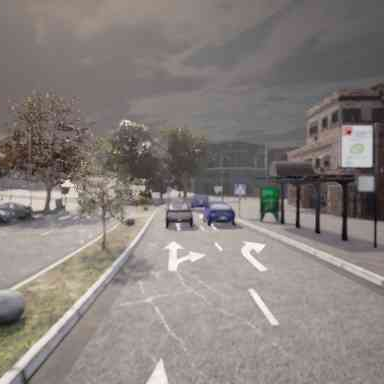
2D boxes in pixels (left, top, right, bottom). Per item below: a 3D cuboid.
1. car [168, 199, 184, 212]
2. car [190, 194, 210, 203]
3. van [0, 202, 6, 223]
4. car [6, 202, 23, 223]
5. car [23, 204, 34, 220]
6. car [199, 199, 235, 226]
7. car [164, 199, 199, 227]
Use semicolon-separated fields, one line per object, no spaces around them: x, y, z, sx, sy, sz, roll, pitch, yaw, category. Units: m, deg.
-1.878;1.621;40.708;1.895;1.301;4.718;0;0;-1;car
0.993;1.238;40.853;2.150;2.045;5.566;0;0;-1;car
-14.506;1.322;20.649;4.442;1.987;1.878;0;0;-5;van
-14.870;1.420;23.386;4.553;1.767;2.185;0;0;-5;car
-15.049;1.542;26.135;4.892;1.521;2.231;0;0;-5;car
1.879;1.521;24.188;1.882;1.535;5.008;0;0;-4;car
-0.937;1.544;23.415;2.128;1.511;4.902;0;0;-4;car
